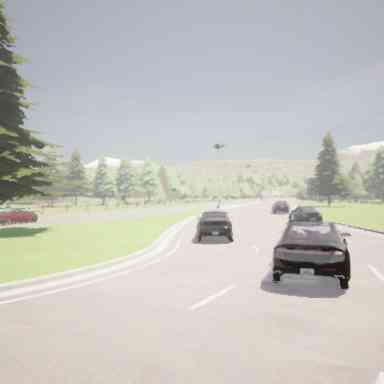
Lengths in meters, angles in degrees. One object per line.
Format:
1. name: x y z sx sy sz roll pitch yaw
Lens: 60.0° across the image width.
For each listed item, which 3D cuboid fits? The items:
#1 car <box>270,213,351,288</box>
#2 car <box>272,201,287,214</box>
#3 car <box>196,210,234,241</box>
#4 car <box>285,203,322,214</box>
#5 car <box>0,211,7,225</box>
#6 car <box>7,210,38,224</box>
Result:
1. car: 3.525 1.609 9.762 2.128 1.511 4.902 -1 -1 22
2. car: 11.821 1.914 44.170 2.097 1.767 4.553 -1 -1 12
3. car: 1.299 1.797 18.668 1.837 1.490 4.892 0 -1 4
4. car: 8.891 1.834 26.097 1.812 1.442 4.674 -1 -1 5
5. car: -17.247 2.007 25.440 2.097 1.767 4.553 -1 -1 37
6. car: -16.995 2.316 31.684 1.994 1.385 4.181 -1 -1 35
